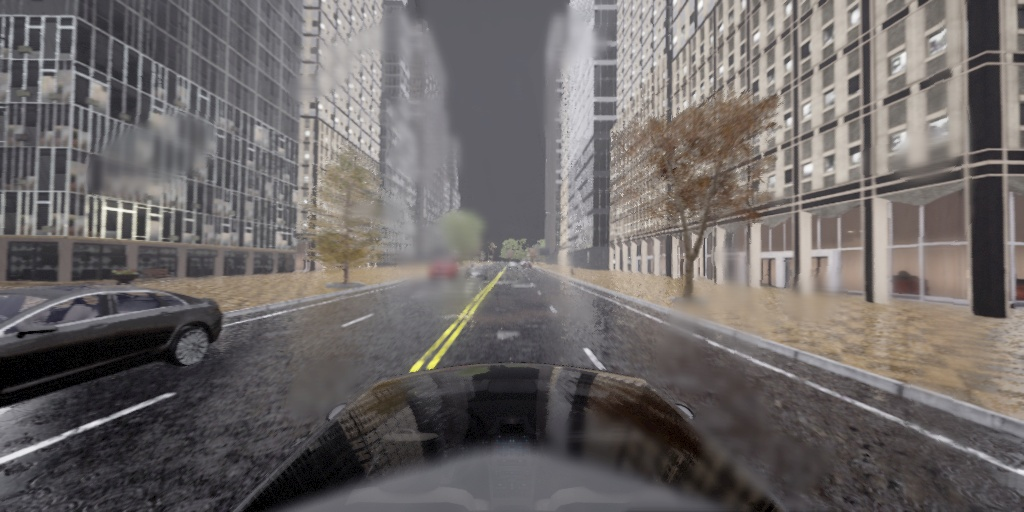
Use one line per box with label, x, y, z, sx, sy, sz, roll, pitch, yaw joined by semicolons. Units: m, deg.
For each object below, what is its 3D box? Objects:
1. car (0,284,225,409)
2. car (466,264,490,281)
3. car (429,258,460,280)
car;-6.570;1.187;4.983;2.128;1.511;4.902;1;-1;0
car;-3.174;1.489;34.033;2.128;1.511;4.902;1;-1;0
car;-6.414;1.179;34.635;2.150;2.045;5.566;1;-1;0
